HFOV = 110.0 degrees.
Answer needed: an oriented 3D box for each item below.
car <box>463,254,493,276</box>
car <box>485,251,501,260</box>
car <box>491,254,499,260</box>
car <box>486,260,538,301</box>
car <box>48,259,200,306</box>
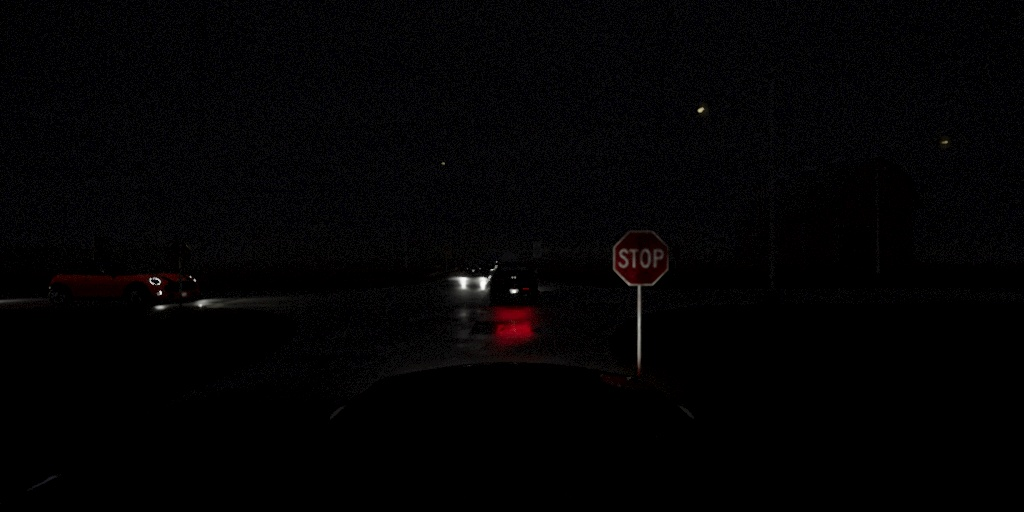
[{"bbox_3d":[-2.949,0.866,30.198,1.837,1.490,4.892,0,1,1],"label":"car"},{"bbox_3d":[-2.929,0.315,50.232,2.150,2.045,5.566,0,1,1],"label":"car"},{"bbox_3d":[-2.914,0.778,39.997,2.033,1.411,5.357,0,1,0],"label":"car"},{"bbox_3d":[0.068,1.043,15.574,1.837,1.490,4.892,0,0,0],"label":"car"},{"bbox_3d":[-15.485,0.985,14.508,4.553,1.767,2.097,0,0,1],"label":"car"}]
